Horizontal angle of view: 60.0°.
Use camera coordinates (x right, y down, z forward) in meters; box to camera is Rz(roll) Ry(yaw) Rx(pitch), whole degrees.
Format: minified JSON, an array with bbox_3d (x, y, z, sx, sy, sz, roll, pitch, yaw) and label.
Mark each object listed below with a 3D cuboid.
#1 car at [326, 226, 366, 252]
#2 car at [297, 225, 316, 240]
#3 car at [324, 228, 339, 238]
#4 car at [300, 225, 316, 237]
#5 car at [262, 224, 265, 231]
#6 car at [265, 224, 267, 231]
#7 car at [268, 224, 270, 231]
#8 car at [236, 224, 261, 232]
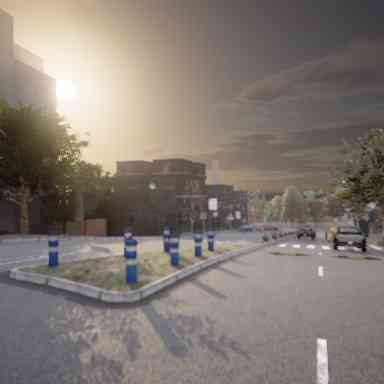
[{"bbox_3d":[10.270,3.044,22.006,2.128,1.511,4.902,0,-6,21],"label":"car"},{"bbox_3d":[13.837,4.953,40.469,1.837,1.490,4.892,-1,-6,21],"label":"car"},{"bbox_3d":[20.532,5.997,49.006,1.812,1.442,4.674,0,-6,21],"label":"car"},{"bbox_3d":[17.491,5.846,50.154,2.097,1.767,4.553,0,-6,21],"label":"car"},{"bbox_3d":[14.827,9.036,82.538,4.792,1.488,2.163,1,-5,1],"label":"car"},{"bbox_3d":[15.750,9.304,85.379,5.366,1.575,1.946,1,-6,1],"label":"car"},{"bbox_3d":[18.127,9.791,91.055,4.553,1.767,2.185,1,-6,1],"label":"car"},{"bbox_3d":[12.726,8.405,76.861,4.892,1.521,2.231,1,-6,1],"label":"car"}]
